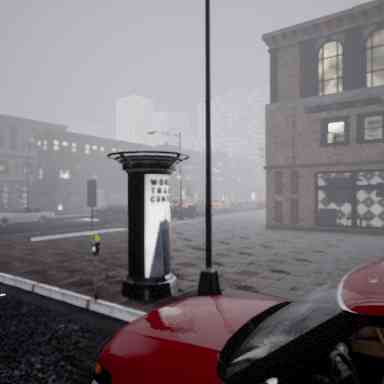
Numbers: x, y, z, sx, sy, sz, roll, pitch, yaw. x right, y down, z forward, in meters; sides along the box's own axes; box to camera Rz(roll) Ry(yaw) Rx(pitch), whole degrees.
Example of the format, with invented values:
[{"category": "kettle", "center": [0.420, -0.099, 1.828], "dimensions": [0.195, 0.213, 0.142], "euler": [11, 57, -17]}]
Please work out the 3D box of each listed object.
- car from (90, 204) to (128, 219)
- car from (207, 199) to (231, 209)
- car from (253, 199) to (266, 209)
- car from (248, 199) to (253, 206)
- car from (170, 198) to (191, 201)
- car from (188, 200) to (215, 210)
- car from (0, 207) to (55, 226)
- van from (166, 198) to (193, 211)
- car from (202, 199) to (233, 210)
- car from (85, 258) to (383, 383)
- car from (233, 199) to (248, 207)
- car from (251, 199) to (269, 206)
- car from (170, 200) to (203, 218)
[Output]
[{"category": "car", "center": [-7.950, 1.840, 32.982], "dimensions": [1.994, 1.385, 4.181], "euler": [0, -1, 36]}, {"category": "car", "center": [4.541, 1.947, 55.304], "dimensions": [1.752, 1.417, 4.829], "euler": [-1, -1, 35]}, {"category": "car", "center": [11.497, 1.809, 50.630], "dimensions": [1.967, 1.590, 4.097], "euler": [-1, -1, 35]}, {"category": "car", "center": [10.990, 2.034, 64.488], "dimensions": [2.008, 1.369, 4.403], "euler": [-1, -1, 35]}, {"category": "car", "center": [-2.146, 1.677, 41.248], "dimensions": [2.097, 1.767, 4.553], "euler": [0, -1, 35]}, {"category": "car", "center": [1.464, 1.943, 50.920], "dimensions": [2.008, 1.369, 4.403], "euler": [-1, -1, 35]}, {"category": "car", "center": [-13.199, 1.836, 25.521], "dimensions": [1.895, 1.301, 4.718], "euler": [0, -1, 35]}, {"category": "van", "center": [-1.713, 1.705, 46.400], "dimensions": [1.690, 1.788, 3.998], "euler": [-1, -1, 35]}, {"category": "car", "center": [3.724, 1.854, 49.549], "dimensions": [1.882, 1.535, 5.008], "euler": [0, -1, 36]}, {"category": "car", "center": [1.534, 1.313, 1.781], "dimensions": [5.009, 1.841, 2.192], "euler": [0, 0, 35]}, {"category": "car", "center": [7.814, 2.003, 59.966], "dimensions": [2.008, 1.369, 4.403], "euler": [-1, -1, 35]}, {"category": "car", "center": [14.165, 2.065, 69.011], "dimensions": [2.008, 1.369, 4.403], "euler": [-1, -1, 35]}, {"category": "car", "center": [-1.159, 1.800, 32.509], "dimensions": [1.887, 1.381, 4.507], "euler": [-1, -1, 35]}]
